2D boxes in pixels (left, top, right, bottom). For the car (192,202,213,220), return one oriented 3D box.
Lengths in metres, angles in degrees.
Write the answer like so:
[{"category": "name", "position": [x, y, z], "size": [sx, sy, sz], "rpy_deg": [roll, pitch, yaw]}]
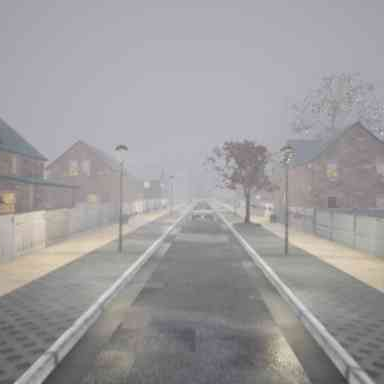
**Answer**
[{"category": "car", "position": [0.999, 1.880, 30.937], "size": [1.895, 1.301, 4.718], "rpy_deg": [1, -1, 3]}]
